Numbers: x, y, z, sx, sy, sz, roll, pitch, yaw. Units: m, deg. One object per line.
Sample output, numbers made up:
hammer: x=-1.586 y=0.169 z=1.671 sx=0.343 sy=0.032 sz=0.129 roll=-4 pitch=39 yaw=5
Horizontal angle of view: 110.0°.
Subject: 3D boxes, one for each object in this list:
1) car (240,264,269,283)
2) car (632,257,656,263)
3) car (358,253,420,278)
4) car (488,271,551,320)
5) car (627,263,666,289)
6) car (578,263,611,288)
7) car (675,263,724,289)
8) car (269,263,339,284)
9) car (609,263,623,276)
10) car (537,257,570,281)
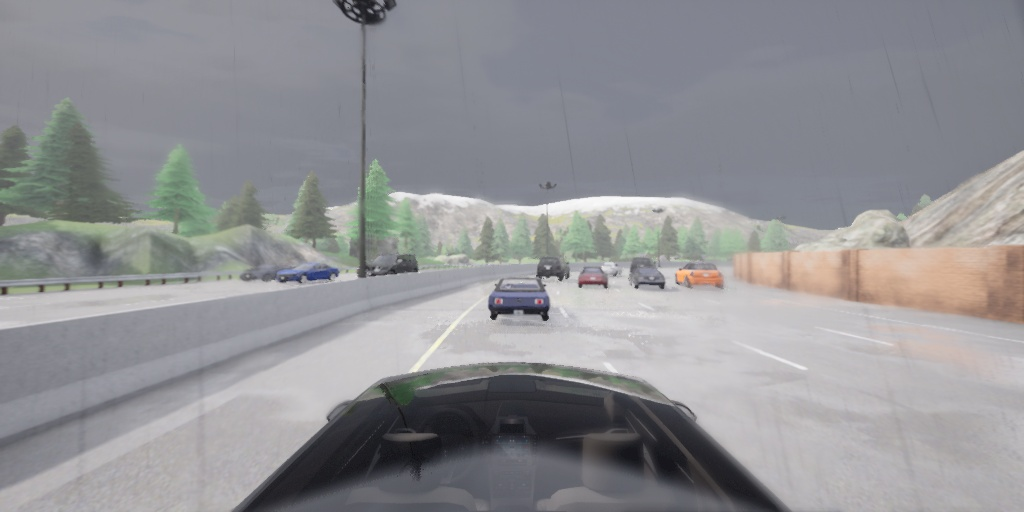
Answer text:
car: x=-19.051 y=1.322 z=28.395 sx=1.994 sy=1.385 sz=4.181 roll=0 pitch=0 yaw=12
car: x=13.685 y=1.148 z=37.388 sx=2.150 sy=2.045 sz=5.566 roll=0 pitch=0 yaw=25
car: x=-8.776 y=0.824 z=26.223 sx=2.150 sy=2.045 sz=5.566 roll=0 pitch=0 yaw=12
car: x=0.309 y=1.389 z=12.852 sx=1.895 sy=1.301 sz=4.718 roll=0 pitch=0 yaw=3
car: x=9.010 y=1.409 z=24.271 sx=2.033 sy=1.411 sz=5.357 roll=0 pitch=0 yaw=12
car: x=5.633 y=1.414 z=25.045 sx=1.994 sy=1.385 sz=4.181 roll=0 pitch=0 yaw=12
car: x=12.573 y=1.228 z=24.354 sx=2.097 sy=1.767 sz=4.553 roll=0 pitch=0 yaw=13
car: x=-15.624 y=1.289 z=27.680 sx=1.882 sy=1.535 sz=5.008 roll=0 pitch=0 yaw=12
car: x=10.844 y=1.444 z=39.399 sx=1.812 sy=1.442 sz=4.674 roll=0 pitch=0 yaw=26
car: x=3.743 y=1.086 z=31.657 sx=2.150 sy=2.045 sz=5.566 roll=0 pitch=0 yaw=18
